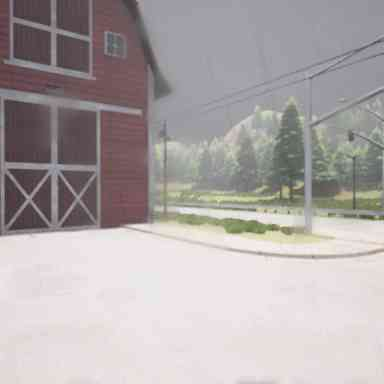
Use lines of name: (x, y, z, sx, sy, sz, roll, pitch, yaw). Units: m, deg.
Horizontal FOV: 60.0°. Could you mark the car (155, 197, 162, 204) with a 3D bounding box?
car: (-6.159, 1.485, 49.864, 1.812, 1.442, 4.674, 0, 0, -34)
